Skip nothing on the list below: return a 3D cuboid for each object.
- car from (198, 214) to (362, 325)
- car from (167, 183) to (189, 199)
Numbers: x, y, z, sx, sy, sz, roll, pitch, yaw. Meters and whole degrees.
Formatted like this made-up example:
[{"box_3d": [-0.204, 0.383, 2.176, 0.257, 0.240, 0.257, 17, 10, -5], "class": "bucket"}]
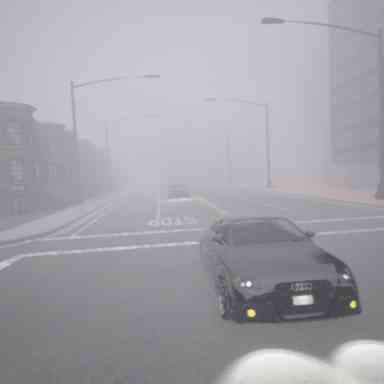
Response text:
[{"box_3d": [1.273, 1.153, 6.394, 1.994, 1.385, 4.181, -3, 3, -6], "class": "car"}, {"box_3d": [-1.421, -0.129, 32.440, 1.994, 1.385, 4.181, -3, 3, -6], "class": "car"}]
